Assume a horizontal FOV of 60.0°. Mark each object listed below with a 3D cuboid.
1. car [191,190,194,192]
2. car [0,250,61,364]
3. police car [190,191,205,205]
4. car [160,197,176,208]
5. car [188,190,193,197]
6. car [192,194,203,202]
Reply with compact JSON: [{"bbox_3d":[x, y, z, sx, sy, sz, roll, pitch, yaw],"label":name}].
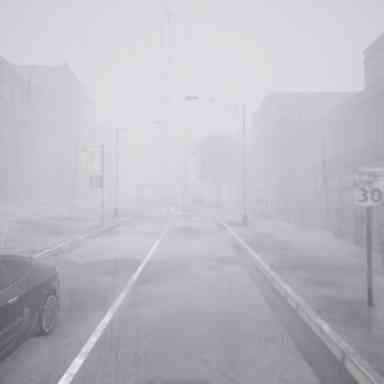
[{"bbox_3d":[1.020,0.945,68.890,1.801,1.575,5.366,0,1,0],"label":"car"},{"bbox_3d":[-3.097,1.514,3.888,1.812,1.442,4.674,0,0,0],"label":"car"},{"bbox_3d":[0.994,1.161,52.796,1.930,1.638,5.238,0,1,0],"label":"police car"},{"bbox_3d":[-3.161,1.385,45.188,1.994,1.385,4.181,0,1,0],"label":"car"},{"bbox_3d":[0.032,0.692,87.606,1.895,1.301,4.718,0,1,0],"label":"car"},{"bbox_3d":[1.011,1.093,62.696,1.837,1.490,4.892,0,1,0],"label":"car"}]
